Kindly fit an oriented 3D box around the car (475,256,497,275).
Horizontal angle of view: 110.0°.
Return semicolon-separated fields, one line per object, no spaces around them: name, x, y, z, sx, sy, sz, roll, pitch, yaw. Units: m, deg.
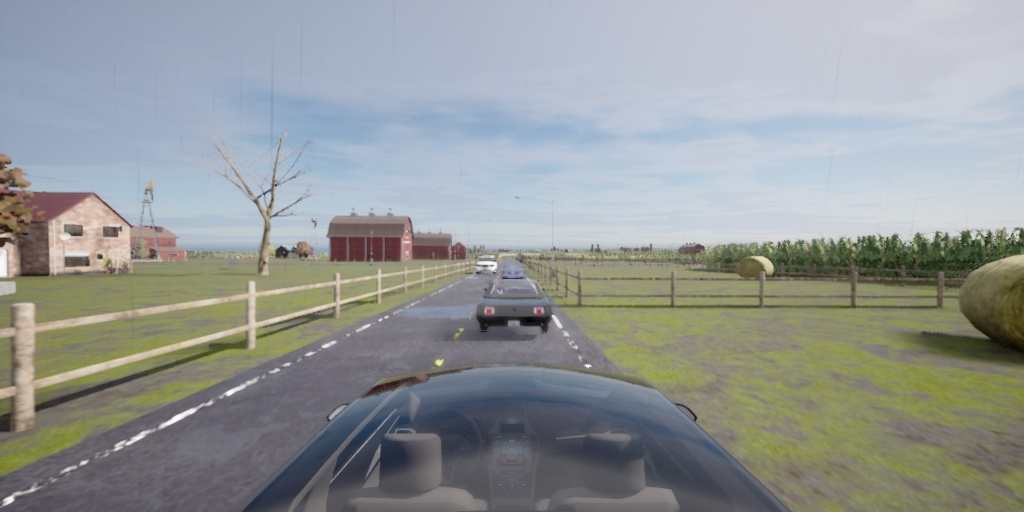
car;-2.849;1.019;40.936;2.150;2.045;5.566;0;0;1

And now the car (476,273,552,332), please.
car;0.072;1.360;10.917;1.895;1.301;4.718;0;0;1

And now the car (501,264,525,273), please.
car;0.083;1.327;29.318;2.033;1.411;5.357;0;0;0
